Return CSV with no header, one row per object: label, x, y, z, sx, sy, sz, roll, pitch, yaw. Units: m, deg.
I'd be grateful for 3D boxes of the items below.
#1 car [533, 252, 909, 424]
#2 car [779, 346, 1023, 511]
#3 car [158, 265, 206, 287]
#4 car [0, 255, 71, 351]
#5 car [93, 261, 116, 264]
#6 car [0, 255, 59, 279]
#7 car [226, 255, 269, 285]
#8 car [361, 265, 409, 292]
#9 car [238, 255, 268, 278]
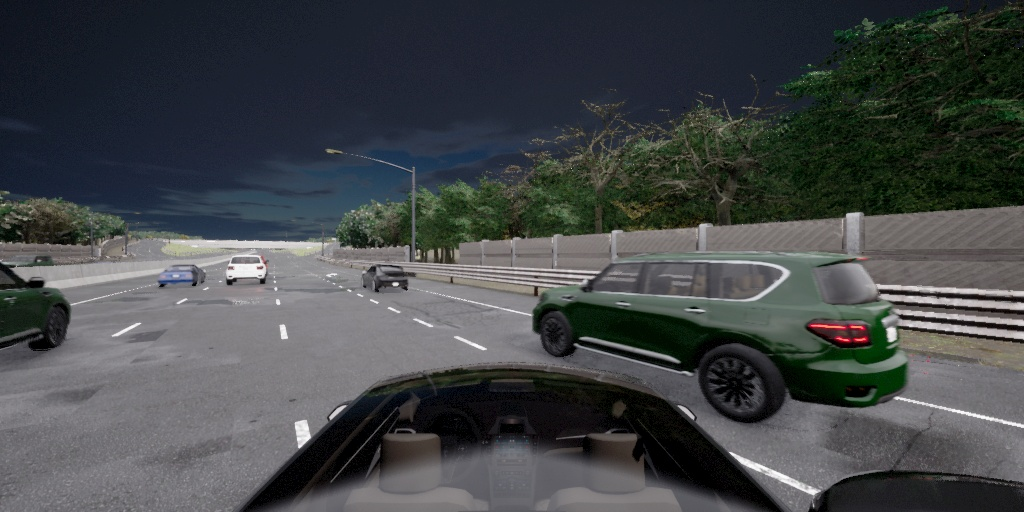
car,2.676,0.969,6.160,2.150,2.045,5.566,0,0,-34
car,2.986,1.315,0.409,4.181,1.385,1.994,0,0,34
car,-22.263,1.282,24.327,2.033,1.411,5.357,0,0,-34
car,-9.700,0.969,5.695,2.150,2.045,5.566,0,0,-34
car,-45.589,1.253,40.048,2.033,1.411,5.357,0,0,-33
car,-45.511,0.930,33.583,2.150,2.045,5.566,0,0,-33
car,-19.273,0.957,26.159,2.150,2.045,5.566,0,0,-34
car,-7.660,1.251,21.432,1.837,1.490,4.892,0,1,-34
car,-25.263,0.946,35.112,2.150,2.045,5.566,0,0,-34
